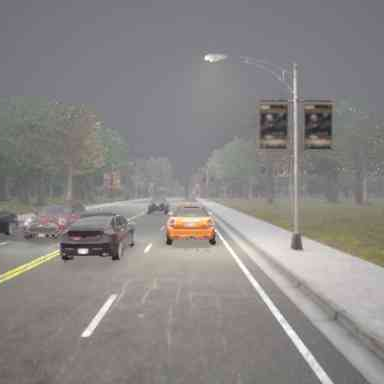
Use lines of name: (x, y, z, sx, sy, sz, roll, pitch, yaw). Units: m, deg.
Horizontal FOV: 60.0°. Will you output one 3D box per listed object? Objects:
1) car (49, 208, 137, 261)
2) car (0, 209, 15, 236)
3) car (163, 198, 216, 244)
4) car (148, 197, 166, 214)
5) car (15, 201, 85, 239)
car: (-3.269, 1.513, 12.316, 1.837, 1.490, 4.892, 0, 0, -1)
car: (-10.003, 1.501, 15.535, 2.128, 1.511, 4.902, 0, 0, -1)
car: (-0.059, 1.364, 15.946, 2.097, 1.767, 4.553, 0, 0, -1)
car: (-3.533, 1.385, 36.283, 2.097, 1.767, 4.553, 0, 0, -1)
car: (-6.769, 1.364, 17.163, 2.097, 1.767, 4.553, 0, 0, -1)
